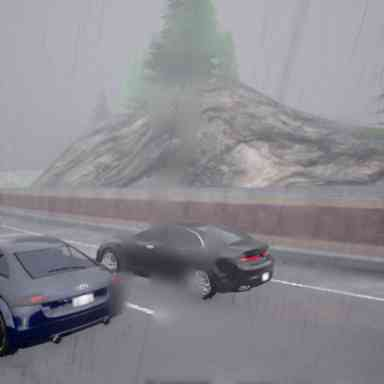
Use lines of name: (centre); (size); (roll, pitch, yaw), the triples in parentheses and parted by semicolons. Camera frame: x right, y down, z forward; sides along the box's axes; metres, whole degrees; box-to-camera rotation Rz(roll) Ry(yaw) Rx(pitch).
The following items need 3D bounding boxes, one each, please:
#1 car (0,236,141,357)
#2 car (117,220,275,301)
car: (-3.153, 1.515, 6.052); (4.181, 1.385, 1.994); (1, 0, 38)
car: (-0.395, 1.469, 8.322); (4.892, 1.490, 1.837); (1, 0, 38)
